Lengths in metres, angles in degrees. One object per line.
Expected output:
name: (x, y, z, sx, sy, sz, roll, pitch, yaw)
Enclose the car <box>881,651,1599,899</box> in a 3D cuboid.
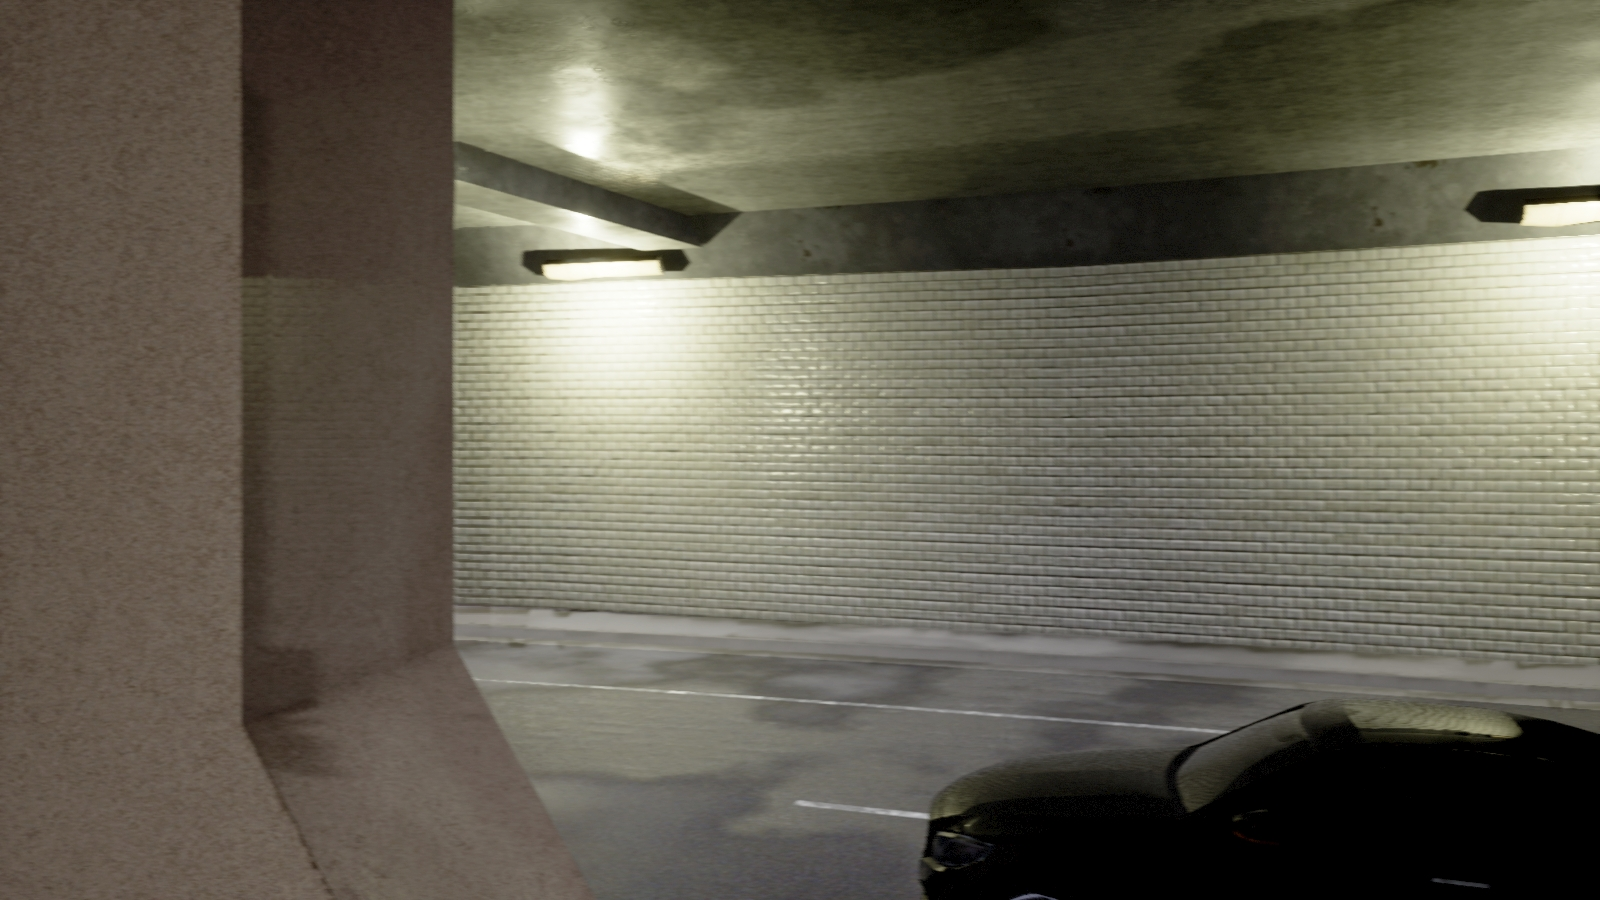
car: (2.956, 2.076, 5.920, 4.674, 1.442, 2.002, 0, 0, 21)
